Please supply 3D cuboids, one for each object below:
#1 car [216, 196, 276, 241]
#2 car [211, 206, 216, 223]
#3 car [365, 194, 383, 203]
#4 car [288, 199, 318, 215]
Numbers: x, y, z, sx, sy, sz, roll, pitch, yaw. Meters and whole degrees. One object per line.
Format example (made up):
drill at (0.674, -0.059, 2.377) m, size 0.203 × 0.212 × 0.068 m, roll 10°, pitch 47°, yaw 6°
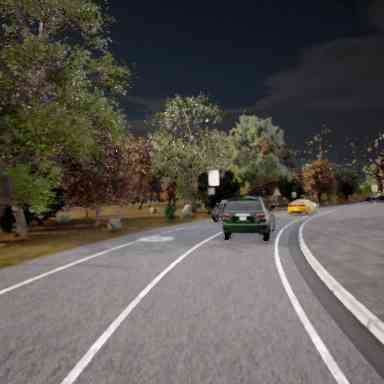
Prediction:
car at (3.054, 1.260, 17.255) m, size 2.150 × 2.045 × 5.566 m, roll -2°, pitch -1°, yaw 17°
car at (3.460, 1.395, 27.454) m, size 2.150 × 2.045 × 5.566 m, roll -3°, pitch -1°, yaw 26°
car at (31.884, 1.069, 57.357) m, size 4.718 × 1.301 × 1.895 m, roll -4°, pitch -2°, yaw -35°
car at (11.340, 1.493, 33.828) m, size 1.882 × 1.535 × 5.008 m, roll -4°, pitch -2°, yaw 34°
